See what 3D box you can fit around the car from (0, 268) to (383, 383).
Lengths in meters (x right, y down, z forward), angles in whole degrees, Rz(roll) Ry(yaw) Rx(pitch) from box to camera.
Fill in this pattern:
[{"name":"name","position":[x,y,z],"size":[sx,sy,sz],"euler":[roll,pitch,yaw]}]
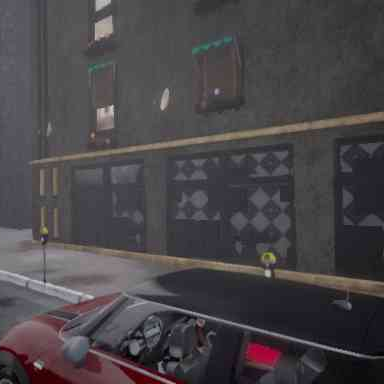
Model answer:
[{"name":"car","position":[-0.049,1.438,2.929],"size":[4.097,1.590,1.967],"euler":[0,-1,36]}]
